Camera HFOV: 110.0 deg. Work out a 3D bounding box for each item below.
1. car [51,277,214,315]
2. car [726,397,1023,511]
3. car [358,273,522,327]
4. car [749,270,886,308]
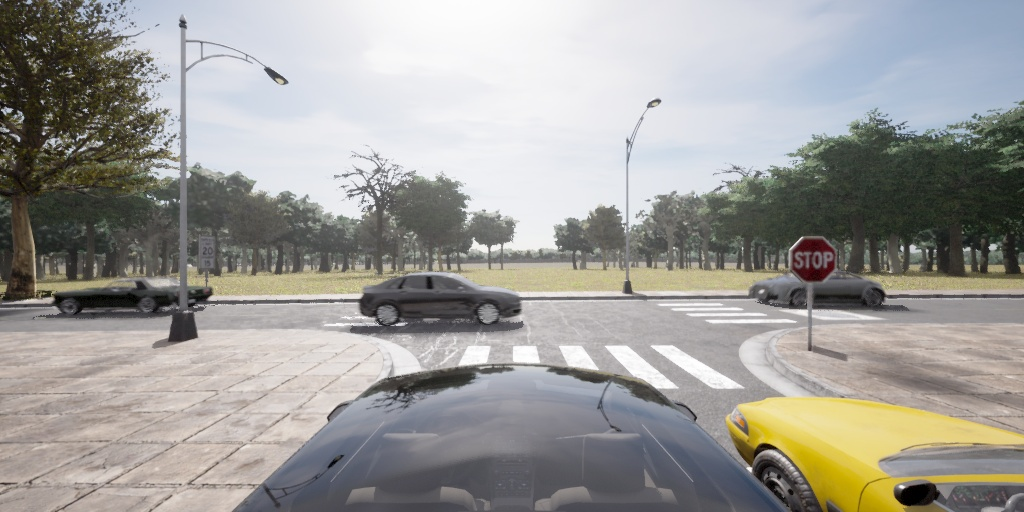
[{"bbox_3d":[-14.810,1.524,14.110,4.718,1.301,1.895,-1,0,0],"label":"car"},{"bbox_3d":[2.634,1.275,1.044,1.751,1.417,4.829,0,0,0],"label":"car"},{"bbox_3d":[-2.146,1.252,11.053,4.892,1.490,1.837,-1,0,0],"label":"car"},{"bbox_3d":[11.667,1.188,13.886,4.181,1.385,1.994,0,0,0],"label":"car"}]
